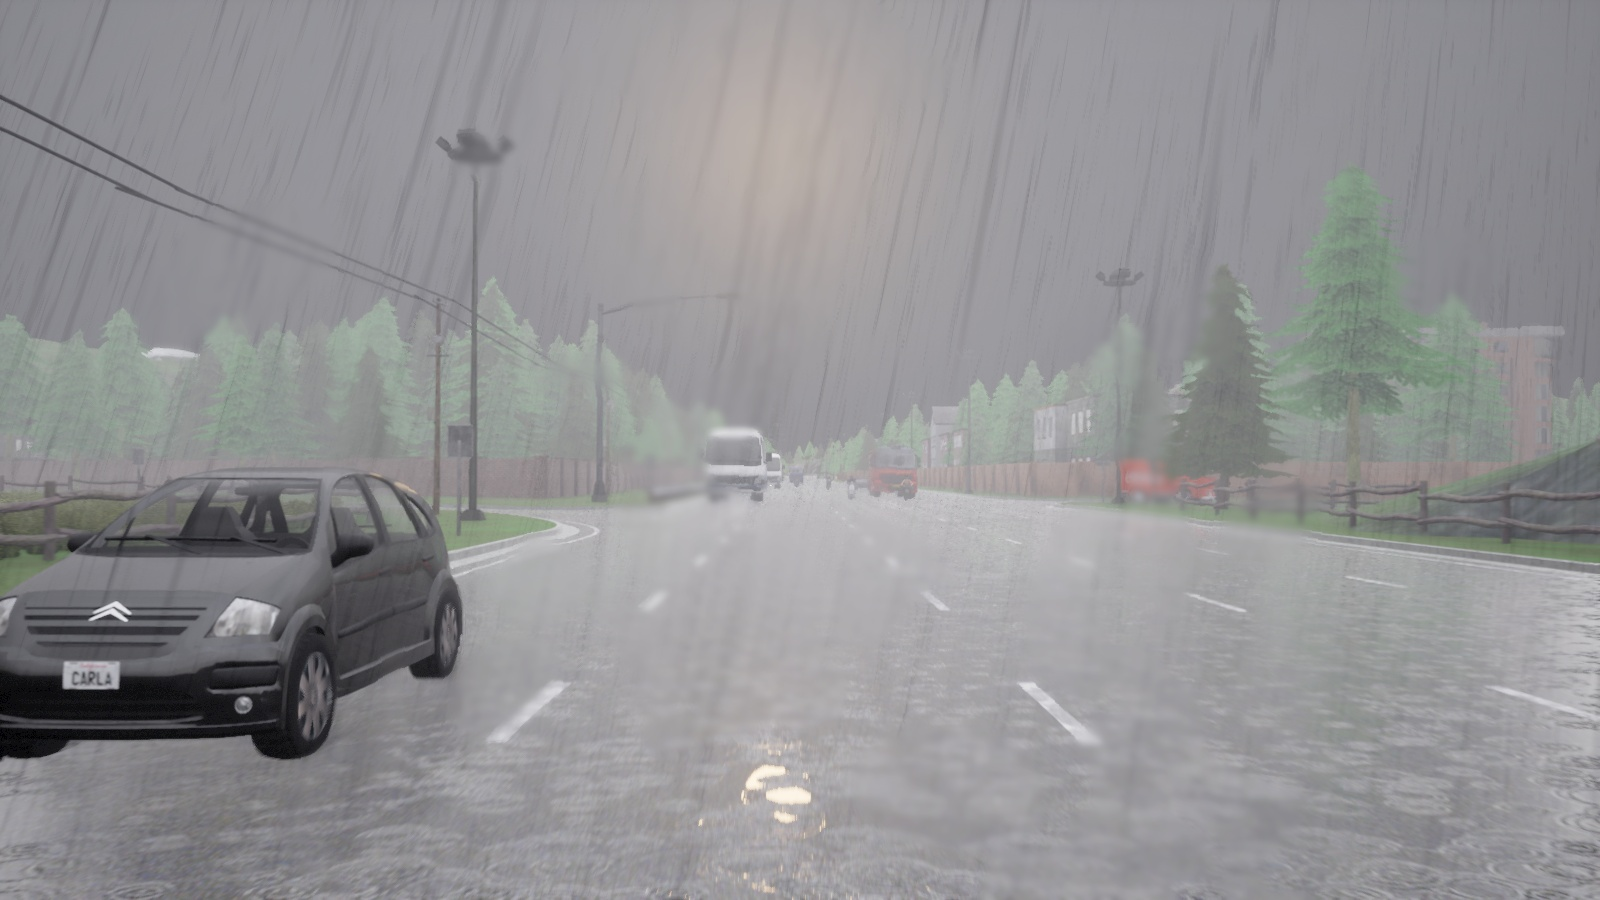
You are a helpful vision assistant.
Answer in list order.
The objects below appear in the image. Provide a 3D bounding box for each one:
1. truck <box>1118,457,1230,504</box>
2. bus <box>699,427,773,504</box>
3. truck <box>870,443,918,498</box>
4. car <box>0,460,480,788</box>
[{"bbox_3d":[20.308,1.662,68.390,2.627,2.467,5.204,0,-1,-42],"label":"truck"},{"bbox_3d":[-3.694,1.012,75.313,3.944,4.253,10.273,0,-2,0],"label":"bus"},{"bbox_3d":[6.766,1.515,91.488,2.891,3.827,8.468,0,-1,0],"label":"truck"},{"bbox_3d":[-3.521,0.903,8.222,1.851,1.617,3.988,0,-1,0],"label":"car"}]
